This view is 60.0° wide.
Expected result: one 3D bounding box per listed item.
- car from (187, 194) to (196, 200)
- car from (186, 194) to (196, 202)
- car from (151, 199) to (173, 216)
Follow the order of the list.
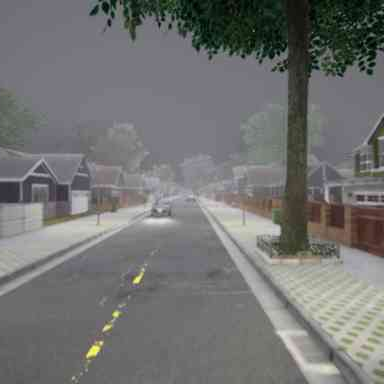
[{"bbox_3d":[-0.233,1.202,77.893,2.033,1.411,5.357,0,0,0],"label":"car"},{"bbox_3d":[-0.201,1.342,67.888,1.812,1.442,4.674,0,0,0],"label":"car"},{"bbox_3d":[-2.842,1.451,32.129,2.128,1.511,4.902,0,0,0],"label":"car"}]
